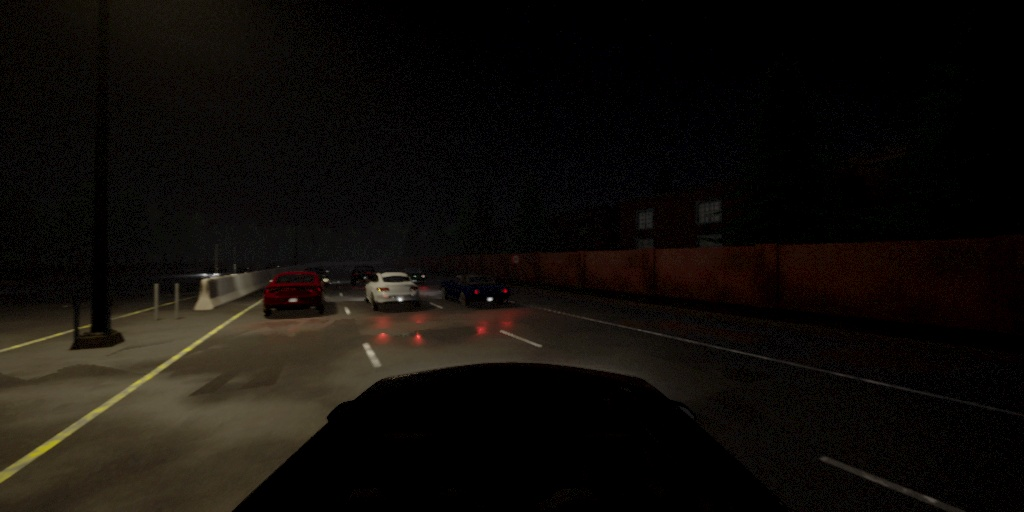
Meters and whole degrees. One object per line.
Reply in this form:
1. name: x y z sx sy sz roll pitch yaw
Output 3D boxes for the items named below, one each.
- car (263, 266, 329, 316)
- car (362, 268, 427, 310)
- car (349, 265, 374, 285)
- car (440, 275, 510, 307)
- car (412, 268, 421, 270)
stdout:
1. car: -8.540 1.355 14.377 1.882 1.535 5.008 0 0 -27
2. car: -5.296 1.421 15.715 1.812 1.442 4.674 0 0 -27
3. car: -12.083 1.511 29.208 1.882 1.535 5.008 0 0 -26
4. car: -1.913 1.512 16.772 1.895 1.301 4.718 0 -1 -27
5. car: -8.509 1.646 29.856 1.895 1.301 4.718 0 -1 -26
